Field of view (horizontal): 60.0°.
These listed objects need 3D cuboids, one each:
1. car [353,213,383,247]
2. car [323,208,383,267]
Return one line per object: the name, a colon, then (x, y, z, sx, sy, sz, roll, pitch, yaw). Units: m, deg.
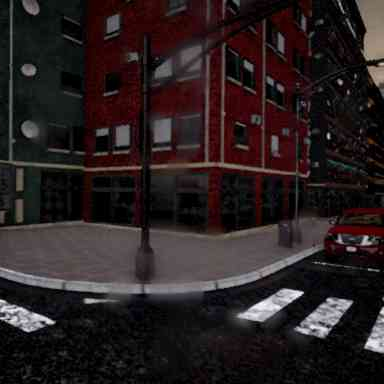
car: (9.906, 1.907, 17.451, 1.887, 1.381, 4.507, 0, -1, 35)
car: (6.608, 1.575, 12.812, 2.192, 1.841, 5.009, 0, -1, 35)
